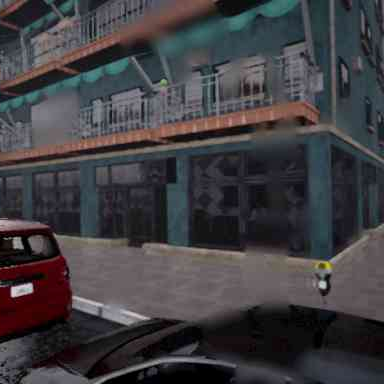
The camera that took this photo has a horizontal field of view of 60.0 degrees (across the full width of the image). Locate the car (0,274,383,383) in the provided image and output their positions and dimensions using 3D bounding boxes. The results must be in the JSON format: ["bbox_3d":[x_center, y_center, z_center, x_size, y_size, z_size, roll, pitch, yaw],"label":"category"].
[{"bbox_3d":[0.469,1.573,2.403,4.313,1.339,1.947,-1,-1,36],"label":"car"}]

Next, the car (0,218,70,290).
[{"bbox_3d":[-4.136,1.375,5.699,5.009,1.841,2.192,-1,-1,36],"label":"car"}]
